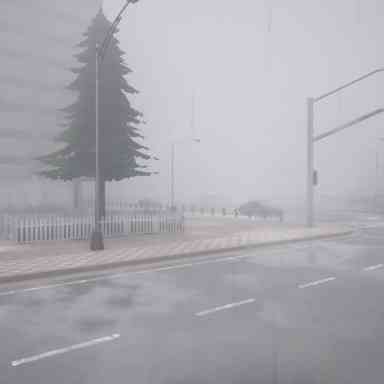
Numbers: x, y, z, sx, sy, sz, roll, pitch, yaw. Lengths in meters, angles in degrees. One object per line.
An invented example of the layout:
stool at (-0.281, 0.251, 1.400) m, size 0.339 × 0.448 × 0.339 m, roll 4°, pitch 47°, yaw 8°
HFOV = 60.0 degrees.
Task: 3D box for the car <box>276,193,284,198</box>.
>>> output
car at (19.361, 1.363, 79.842) m, size 1.784 × 1.438 × 3.905 m, roll 0°, pitch 0°, yaw -36°

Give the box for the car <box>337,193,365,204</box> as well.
car at (34.792, 1.153, 72.427) m, size 1.932 × 1.855 × 4.605 m, roll 0°, pitch 0°, yaw -36°

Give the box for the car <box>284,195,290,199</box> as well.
car at (21.513, 1.153, 81.445) m, size 1.932 × 1.855 × 4.605 m, roll 0°, pitch 0°, yaw -36°

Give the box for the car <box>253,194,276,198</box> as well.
car at (17.006, 1.395, 78.158) m, size 1.970 × 1.475 × 3.806 m, roll 0°, pitch 0°, yaw -36°

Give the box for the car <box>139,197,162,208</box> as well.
car at (-6.102, 1.525, 48.464) m, size 1.812 × 1.442 × 4.674 m, roll 0°, pitch 0°, yaw -36°

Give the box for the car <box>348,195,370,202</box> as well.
car at (37.185, 1.363, 74.060) m, size 1.784 × 1.438 × 3.905 m, roll 0°, pitch 0°, yaw -36°

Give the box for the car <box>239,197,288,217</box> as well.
car at (6.416, 1.525, 31.100) m, size 1.812 × 1.442 × 4.674 m, roll 0°, pitch 0°, yaw -36°

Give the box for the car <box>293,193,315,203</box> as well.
car at (21.103, 1.395, 62.520) m, size 1.970 × 1.475 × 3.806 m, roll 0°, pitch 0°, yaw -36°

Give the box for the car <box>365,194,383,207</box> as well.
car at (26.683, 1.153, 45.101) m, size 1.932 × 1.855 × 4.605 m, roll 0°, pitch 0°, yaw -36°
